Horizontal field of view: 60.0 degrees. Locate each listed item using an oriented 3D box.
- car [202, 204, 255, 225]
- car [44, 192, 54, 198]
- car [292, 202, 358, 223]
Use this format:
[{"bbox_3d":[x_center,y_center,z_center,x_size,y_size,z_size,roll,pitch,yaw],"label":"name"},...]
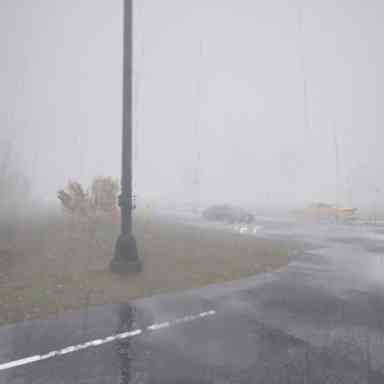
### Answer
[{"bbox_3d":[2.596,1.551,24.206,1.994,1.385,4.181,0,1,-35],"label":"car"},{"bbox_3d":[-33.800,0.730,78.737,2.128,1.511,4.902,0,1,-28],"label":"car"},{"bbox_3d":[10.113,1.488,25.683,1.882,1.535,5.008,0,1,-35],"label":"car"}]
